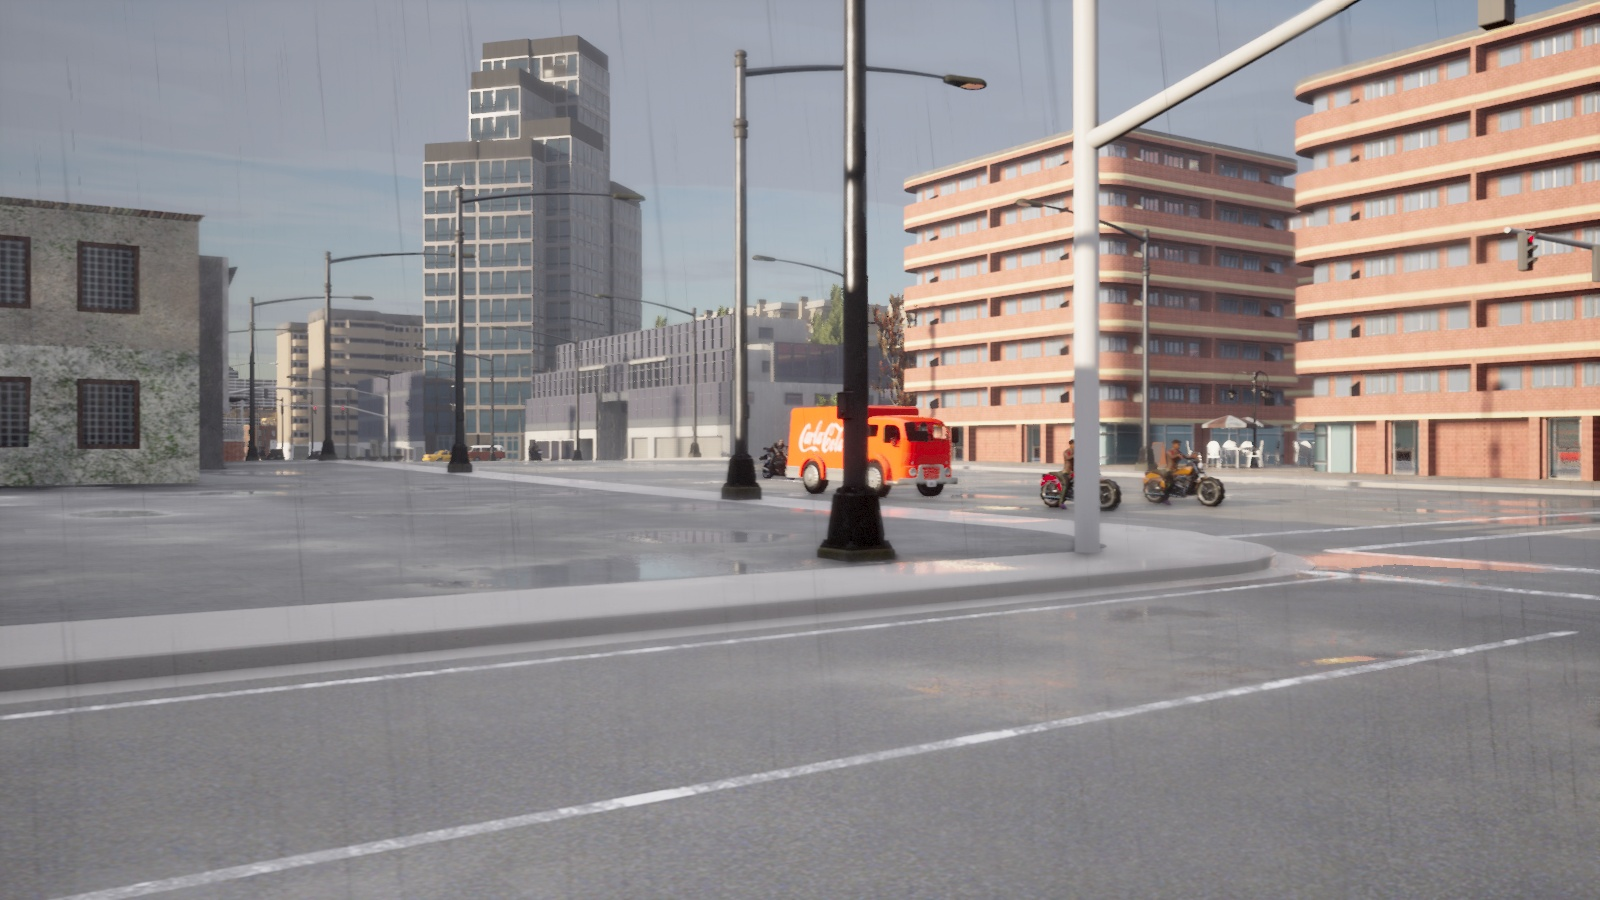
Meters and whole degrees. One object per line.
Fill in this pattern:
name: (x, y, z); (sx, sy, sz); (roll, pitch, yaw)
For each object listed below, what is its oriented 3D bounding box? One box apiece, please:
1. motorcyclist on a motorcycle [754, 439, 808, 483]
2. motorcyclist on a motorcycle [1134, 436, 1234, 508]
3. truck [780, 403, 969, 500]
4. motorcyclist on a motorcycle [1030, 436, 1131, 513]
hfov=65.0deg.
motorcyclist on a motorcycle: (-0.704, 0.361, 45.271); (0.866, 1.530, 2.191); (0, 1, -34)
motorcyclist on a motorcycle: (9.245, 0.500, 30.359); (0.766, 1.649, 2.350); (0, 1, -34)
truck: (1.972, 0.000, 34.952); (2.627, 2.467, 5.204); (0, 1, -34)
motorcyclist on a motorcycle: (6.322, 0.522, 28.434); (0.766, 1.649, 2.350); (0, 1, -34)
